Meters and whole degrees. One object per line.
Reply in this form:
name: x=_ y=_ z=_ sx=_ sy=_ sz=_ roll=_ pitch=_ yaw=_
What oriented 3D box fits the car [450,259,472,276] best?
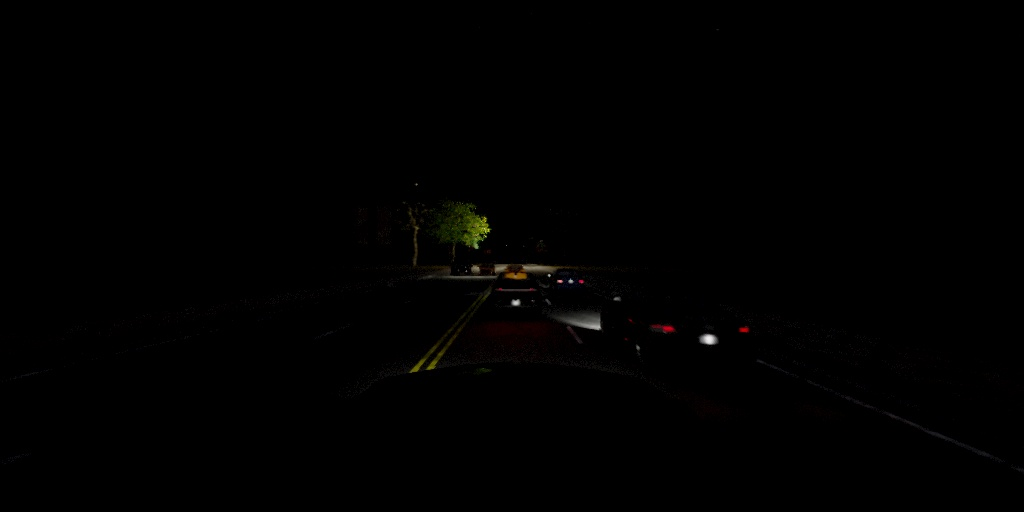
car: x=-6.324 y=1.381 z=45.258 sx=2.150 sy=2.045 sz=5.566 roll=0 pitch=-1 yaw=1

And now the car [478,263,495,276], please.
car: x=-3.082 y=1.646 z=44.606 sx=1.882 sy=1.535 sz=5.008 roll=0 pitch=-1 yaw=1

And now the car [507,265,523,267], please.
car: x=0.266 y=1.530 z=31.821 sx=1.882 sy=1.535 sz=5.008 roll=0 pitch=0 yaw=0

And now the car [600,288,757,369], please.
car: x=3.339 y=1.396 z=8.041 sx=1.994 sy=1.385 sz=4.181 roll=0 pitch=-1 yaw=1

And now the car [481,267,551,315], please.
car: x=0.151 y=1.370 z=14.337 sx=2.128 sy=1.511 sz=4.902 roll=0 pitch=0 yaw=1

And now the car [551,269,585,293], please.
car: x=3.430 y=1.532 z=23.220 sx=2.033 sy=1.411 sz=5.357 roll=0 pitch=-1 yaw=1
